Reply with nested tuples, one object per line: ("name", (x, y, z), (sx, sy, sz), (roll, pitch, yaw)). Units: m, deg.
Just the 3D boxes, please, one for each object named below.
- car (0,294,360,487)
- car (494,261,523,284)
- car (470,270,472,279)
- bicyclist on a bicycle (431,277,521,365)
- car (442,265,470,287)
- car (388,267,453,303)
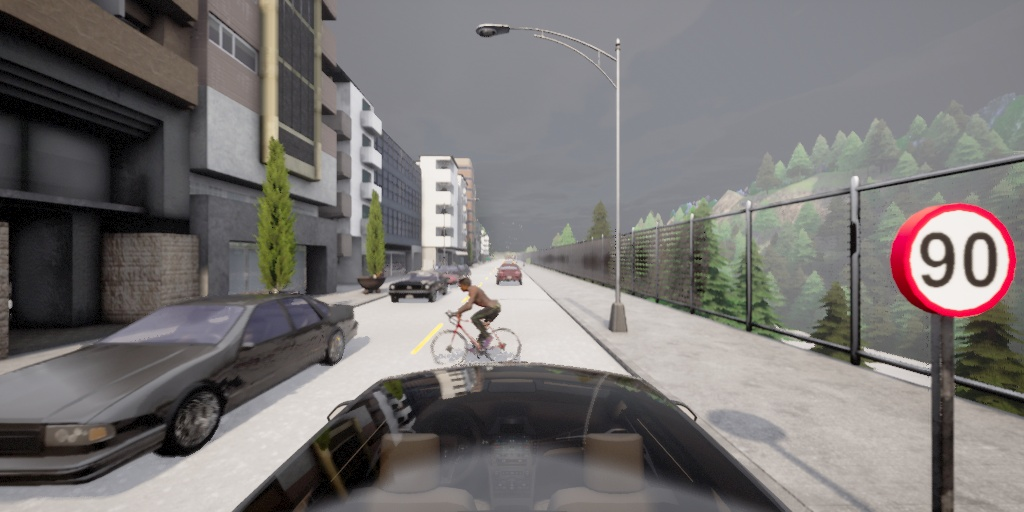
("car", (-4.130, 1.306, 5.322), (2.033, 1.411, 5.357), (0, 0, -1))
("car", (-0.203, 1.336, 27.350), (1.812, 1.442, 4.674), (0, 0, -1))
("car", (-4.381, 1.378, 28.801), (1.994, 1.385, 4.181), (0, 0, 0))
("bicyclist on a bicycle", (-0.672, 1.209, 6.550), (1.656, 1.620, 0.582), (-2, 0, -1))
("car", (-4.268, 1.367, 24.508), (1.994, 1.385, 4.181), (0, 0, -1))
("car", (-4.272, 1.387, 17.084), (1.895, 1.301, 4.718), (0, 0, 0))
